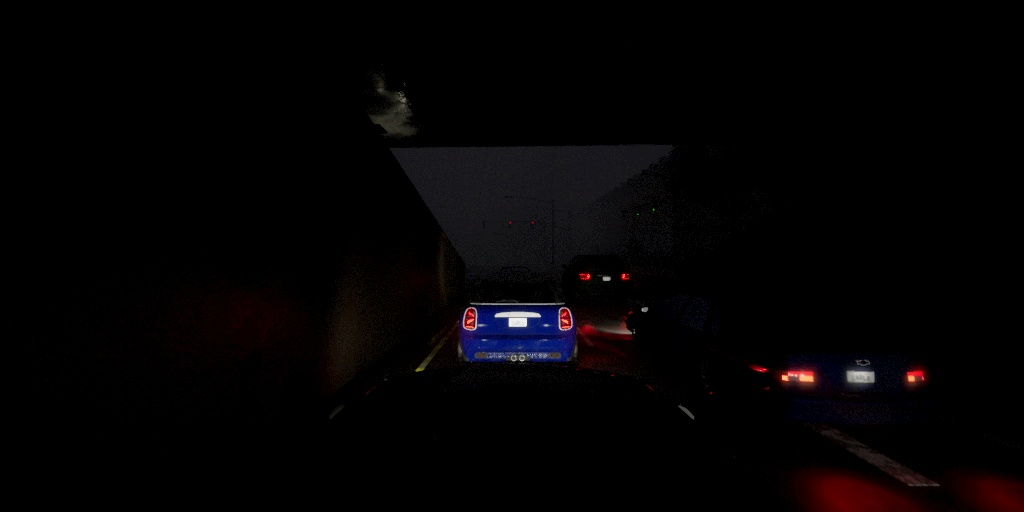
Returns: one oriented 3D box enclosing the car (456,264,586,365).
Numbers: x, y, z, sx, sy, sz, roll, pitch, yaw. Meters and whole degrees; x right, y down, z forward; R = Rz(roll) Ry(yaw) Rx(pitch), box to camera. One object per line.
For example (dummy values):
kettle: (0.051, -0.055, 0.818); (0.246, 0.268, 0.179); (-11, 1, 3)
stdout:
car: (0.108, 1.102, 7.984); (2.097, 1.767, 4.553); (0, 0, 0)

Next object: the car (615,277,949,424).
car: (3.612, 1.297, 6.212); (2.033, 1.411, 5.357); (0, 0, 0)

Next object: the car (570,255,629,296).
car: (3.649, 0.971, 16.458); (2.150, 2.045, 5.566); (0, 0, 0)
